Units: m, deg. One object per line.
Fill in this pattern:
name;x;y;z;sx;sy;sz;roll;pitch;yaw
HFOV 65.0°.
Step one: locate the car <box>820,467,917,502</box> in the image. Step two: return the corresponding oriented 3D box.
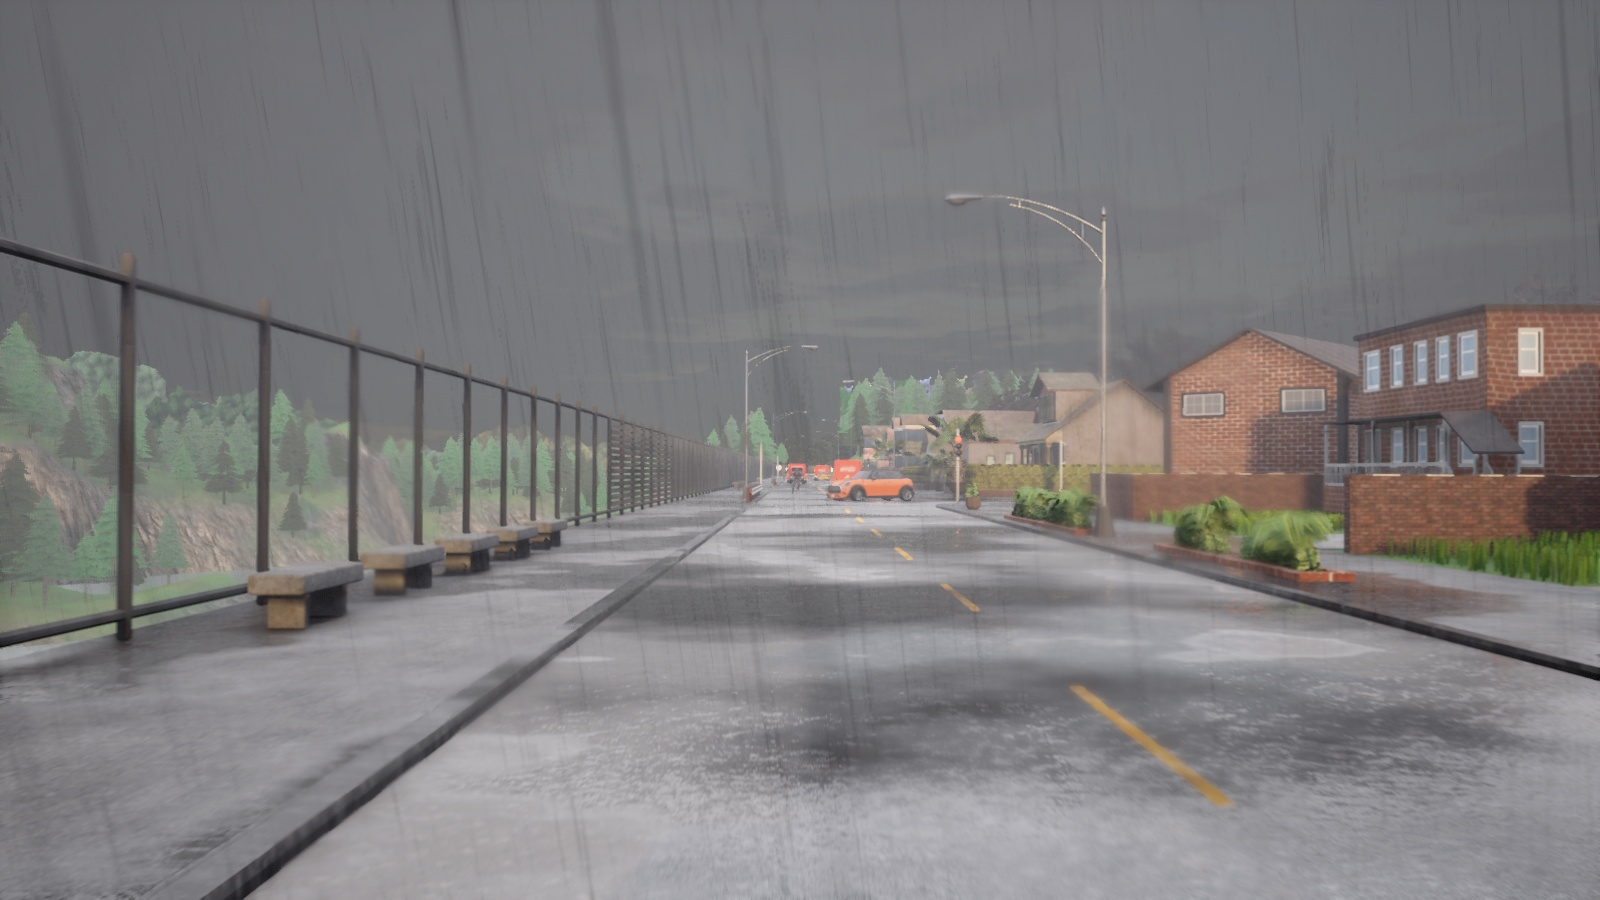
car;3.538;1.742;64.705;4.553;1.767;2.097;0;-1;-30
